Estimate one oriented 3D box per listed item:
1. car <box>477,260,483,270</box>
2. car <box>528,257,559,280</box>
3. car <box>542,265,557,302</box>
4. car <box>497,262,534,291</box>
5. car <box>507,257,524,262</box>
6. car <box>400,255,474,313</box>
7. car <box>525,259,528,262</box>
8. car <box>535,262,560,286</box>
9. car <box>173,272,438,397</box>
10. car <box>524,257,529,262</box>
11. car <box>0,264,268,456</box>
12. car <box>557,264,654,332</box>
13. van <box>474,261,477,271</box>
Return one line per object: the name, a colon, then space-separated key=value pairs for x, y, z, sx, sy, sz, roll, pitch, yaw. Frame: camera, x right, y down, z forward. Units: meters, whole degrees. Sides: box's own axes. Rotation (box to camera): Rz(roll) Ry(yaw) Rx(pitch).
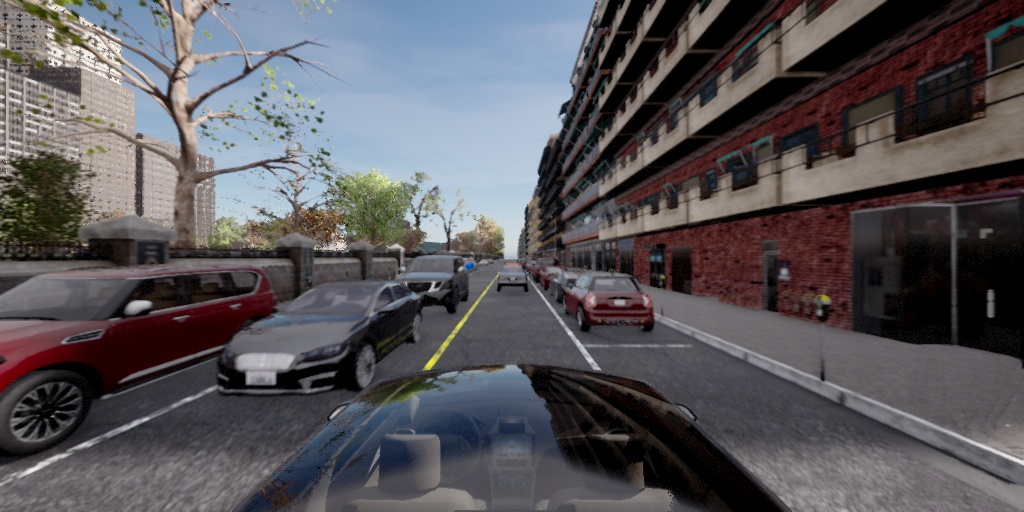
car: x=-5.686 y=1.326 z=50.317 sx=2.007 sy=1.370 sz=4.403 roll=0 pitch=0 yaw=0
car: x=2.693 y=1.070 z=27.797 sx=2.192 sy=1.841 sz=5.009 roll=0 pitch=0 yaw=0
car: x=2.692 y=1.301 z=16.537 sx=2.007 sy=1.370 sz=4.403 roll=0 pitch=0 yaw=0
car: x=0.052 y=1.300 z=22.111 sx=2.033 sy=1.411 sz=5.357 roll=0 pitch=0 yaw=1
car: x=0.097 y=1.120 z=44.586 sx=2.097 sy=1.767 sz=4.553 roll=0 pitch=0 yaw=0
car: x=-2.999 y=0.973 z=14.288 sx=2.150 sy=2.045 sz=5.566 roll=0 pitch=0 yaw=0
car: x=2.693 y=1.308 z=39.057 sx=1.888 sy=1.381 sz=4.507 roll=0 pitch=0 yaw=0
car: x=2.692 y=1.298 z=22.167 sx=1.888 sy=1.381 sz=4.507 roll=0 pitch=0 yaw=0
car: x=-3.072 y=1.242 z=6.860 sx=2.128 sy=1.511 sz=4.902 roll=0 pitch=0 yaw=0
car: x=2.694 y=1.208 z=44.686 sx=1.967 sy=1.591 sz=4.097 roll=0 pitch=0 yaw=0
car: x=-5.689 y=1.065 z=5.278 sx=2.192 sy=1.841 sz=5.009 roll=0 pitch=0 yaw=0
car: x=2.692 y=1.190 z=10.907 sx=1.967 sy=1.591 sz=4.097 roll=0 pitch=0 yaw=0
van: x=-5.687 y=1.109 z=44.687 sx=1.690 sy=1.789 sz=3.998 roll=0 pitch=0 yaw=0
